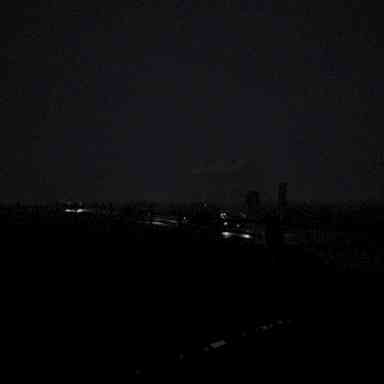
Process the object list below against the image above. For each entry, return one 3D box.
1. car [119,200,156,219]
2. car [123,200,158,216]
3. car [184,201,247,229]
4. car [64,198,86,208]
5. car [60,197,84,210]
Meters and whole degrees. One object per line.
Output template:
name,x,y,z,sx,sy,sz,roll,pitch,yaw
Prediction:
car,-5.043,1.621,30.547,2.128,1.511,4.902,1,-1,-36
car,-5.780,1.699,36.629,1.837,1.490,4.892,1,-1,-36
car,1.429,1.423,21.502,2.097,1.767,4.553,1,-1,-36
car,-19.836,1.820,56.228,2.128,1.511,4.902,1,-1,-36
car,-17.423,1.601,47.938,2.097,1.767,4.553,1,-1,-35
